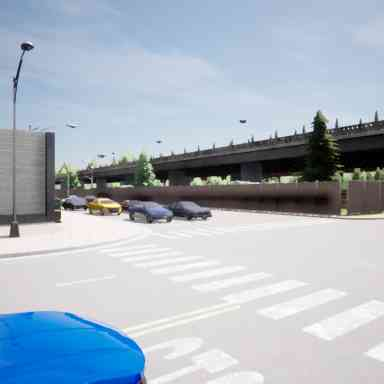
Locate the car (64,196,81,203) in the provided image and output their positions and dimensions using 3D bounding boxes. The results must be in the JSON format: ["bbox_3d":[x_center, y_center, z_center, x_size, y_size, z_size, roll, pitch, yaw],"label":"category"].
[{"bbox_3d":[-23.745,1.469,65.948,1.812,1.442,4.674,0,0,-36],"label":"car"}]

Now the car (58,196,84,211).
[{"bbox_3d":[-14.270,1.492,40.495,2.033,1.411,5.357,0,0,-35],"label":"car"}]

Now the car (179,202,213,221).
[{"bbox_3d":[-0.607,1.492,27.380,2.033,1.411,5.357,0,0,-36],"label":"car"}]

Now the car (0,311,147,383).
[{"bbox_3d":[-2.633,1.478,1.896,5.008,1.535,1.882,0,0,-36],"label":"car"}]

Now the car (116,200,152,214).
[{"bbox_3d":[-6.176,1.545,35.183,1.895,1.301,4.718,0,0,-35],"label":"car"}]

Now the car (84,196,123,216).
[{"bbox_3d":[-8.575,1.422,32.515,1.882,1.535,5.008,0,0,-36],"label":"car"}]

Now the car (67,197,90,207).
[{"bbox_3d":[-17.461,1.492,51.001,2.033,1.411,5.357,0,0,-35],"label":"car"}]

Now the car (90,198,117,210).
[{"bbox_3d":[-11.430,1.470,42.557,1.812,1.442,4.674,0,0,-36],"label":"car"}]

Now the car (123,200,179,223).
[{"bbox_3d":[-3.209,1.470,25.009,1.812,1.442,4.674,0,0,-36],"label":"car"}]

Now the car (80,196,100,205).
[{"bbox_3d":[-17.819,1.422,57.828,1.882,1.535,5.008,0,0,-36],"label":"car"}]
